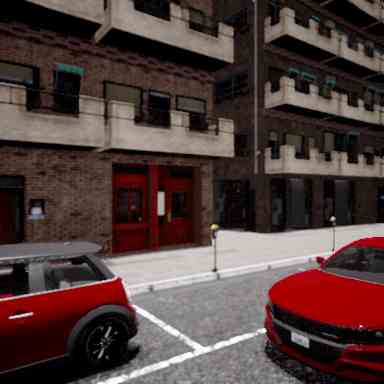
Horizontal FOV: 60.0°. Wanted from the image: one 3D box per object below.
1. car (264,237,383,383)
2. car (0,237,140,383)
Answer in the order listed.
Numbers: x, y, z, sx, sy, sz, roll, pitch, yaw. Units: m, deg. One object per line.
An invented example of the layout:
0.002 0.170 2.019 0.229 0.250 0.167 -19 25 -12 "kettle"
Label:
3.333 1.523 5.450 5.008 1.535 1.882 1 0 -36 "car"
-2.824 1.440 4.098 4.097 1.590 1.967 1 -1 -35 "car"
